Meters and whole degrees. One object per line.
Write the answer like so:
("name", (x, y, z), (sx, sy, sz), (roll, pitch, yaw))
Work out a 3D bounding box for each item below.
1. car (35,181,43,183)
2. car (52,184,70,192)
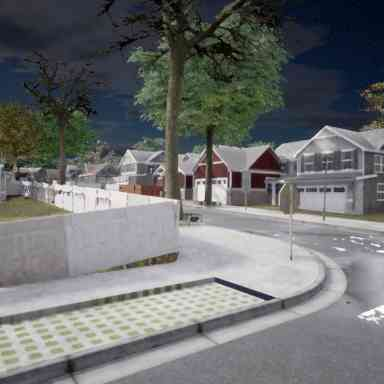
("car", (-35.676, -1.862, 77.099), (1.837, 1.490, 4.892), (1, 1, -35))
("car", (-18.266, -0.445, 46.904), (2.033, 1.411, 5.357), (1, 2, -35))
